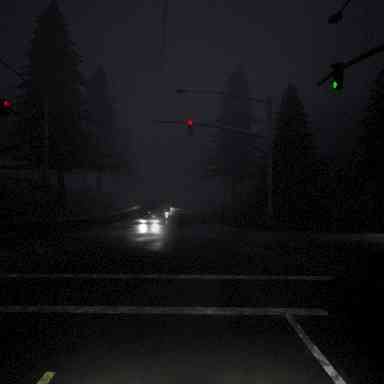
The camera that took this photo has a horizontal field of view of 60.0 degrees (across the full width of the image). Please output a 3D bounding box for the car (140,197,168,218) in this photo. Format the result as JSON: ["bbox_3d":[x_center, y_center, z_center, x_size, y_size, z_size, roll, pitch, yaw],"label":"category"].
[{"bbox_3d":[-3.653,1.491,30.775,2.128,1.511,4.902,0,0,0],"label":"car"}]

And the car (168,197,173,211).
[{"bbox_3d":[-3.648,1.477,40.278,1.882,1.535,5.008,0,0,0],"label":"car"}]

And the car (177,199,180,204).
[{"bbox_3d":[-4.099,1.563,61.619,1.994,1.385,4.181,0,0,-39],"label":"car"}]

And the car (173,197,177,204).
[{"bbox_3d":[-3.937,1.491,50.429,2.128,1.511,4.902,0,0,-7],"label":"car"}]
